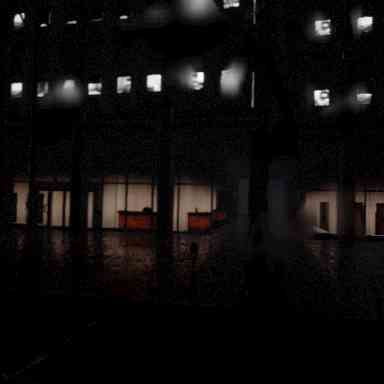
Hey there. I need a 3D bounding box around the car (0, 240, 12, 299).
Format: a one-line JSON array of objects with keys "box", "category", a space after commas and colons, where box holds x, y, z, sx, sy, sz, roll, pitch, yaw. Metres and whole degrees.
[{"box": [-5.925, 1.405, 6.235, 5.009, 1.841, 2.192, 1, -1, 12], "category": "car"}]
